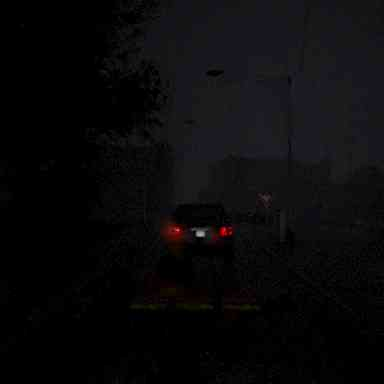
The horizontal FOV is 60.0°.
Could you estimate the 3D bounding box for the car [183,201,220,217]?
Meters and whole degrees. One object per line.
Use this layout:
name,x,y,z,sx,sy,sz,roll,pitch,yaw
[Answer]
car,1.265,2.326,45.520,2.435,2.045,5.566,1,-2,-31

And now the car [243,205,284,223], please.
car,10.090,3.034,47.297,2.435,2.045,5.566,7,-4,-31

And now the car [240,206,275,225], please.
car,6.438,2.425,32.736,1.882,1.535,5.008,2,-3,41

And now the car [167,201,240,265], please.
car,0.311,1.416,12.522,2.150,2.045,5.566,0,-2,1

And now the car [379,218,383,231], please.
car,27.697,5.009,50.804,1.946,1.575,5.366,6,-3,-30

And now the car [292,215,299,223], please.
car,12.912,3.570,48.039,1.946,1.575,5.366,7,-4,-31

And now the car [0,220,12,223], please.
car,-24.924,3.280,43.132,5.357,1.411,2.033,-3,-3,38

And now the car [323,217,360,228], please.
car,21.862,4.475,49.549,2.002,1.452,4.674,6,-3,-30

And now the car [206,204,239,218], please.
car,4.136,2.618,46.152,2.185,1.767,4.553,4,-3,-32

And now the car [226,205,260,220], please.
car,7.101,2.868,46.695,2.185,1.767,4.553,6,-4,-31

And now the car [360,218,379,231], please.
car,24.825,4.764,50.107,2.002,1.452,4.674,7,-4,-30
